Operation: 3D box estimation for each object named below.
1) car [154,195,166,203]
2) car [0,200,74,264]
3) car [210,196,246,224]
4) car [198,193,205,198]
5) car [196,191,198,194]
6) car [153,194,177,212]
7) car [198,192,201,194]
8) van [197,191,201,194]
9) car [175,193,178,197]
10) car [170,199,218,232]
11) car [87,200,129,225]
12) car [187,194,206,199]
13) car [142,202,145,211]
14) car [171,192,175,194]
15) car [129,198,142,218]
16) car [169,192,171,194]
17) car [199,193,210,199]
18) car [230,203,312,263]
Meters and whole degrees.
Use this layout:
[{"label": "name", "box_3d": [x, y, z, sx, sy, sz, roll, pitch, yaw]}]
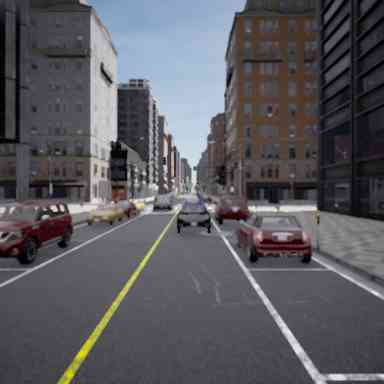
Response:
[{"label": "car", "box_3d": [-5.848, 1.227, 61.307, 1.887, 1.381, 4.507, 1, 0, 0]}, {"label": "car", "box_3d": [-5.847, 1.253, 11.788, 2.192, 1.841, 5.009, 1, 0, 0]}, {"label": "car", "box_3d": [2.679, 1.194, 23.028, 2.192, 1.841, 5.009, 1, 0, 0]}, {"label": "car", "box_3d": [2.678, 1.096, 95.337, 1.802, 1.307, 4.206, 1, 0, 0]}, {"label": "car", "box_3d": [2.681, 0.884, 83.989, 2.192, 1.841, 5.009, 1, 0, 0]}, {"label": "car", "box_3d": [-3.029, 1.291, 35.889, 1.882, 1.535, 5.008, 0, 0, 0]}, {"label": "car", "box_3d": [2.678, 1.207, 72.644, 1.802, 1.307, 4.206, 1, 0, 0]}, {"label": "van", "box_3d": [2.680, 0.937, 78.316, 1.690, 1.788, 3.998, 1, 0, 0]}, {"label": "car", "box_3d": [-5.846, 0.954, 95.343, 1.967, 1.590, 4.097, 1, 0, 0]}, {"label": "car", "box_3d": [0.101, 1.391, 19.226, 2.128, 1.511, 4.902, 0, 0, 0]}, {"label": "car", "box_3d": [-5.849, 1.405, 22.868, 1.752, 1.417, 4.829, 1, 0, 0]}, {"label": "car", "box_3d": [0.101, 1.306, 32.950, 1.882, 1.535, 5.008, 0, 0, 0]}, {"label": "car", "box_3d": [-5.849, 1.347, 34.117, 1.752, 1.417, 4.829, 1, 0, 0]}, {"label": "car", "box_3d": [-5.847, 1.150, 83.998, 1.802, 1.307, 4.206, 1, 0, 0]}, {"label": "car", "box_3d": [-5.849, 1.395, 28.663, 1.887, 1.381, 4.507, 1, 0, 0]}, {"label": "car", "box_3d": [-5.848, 1.198, 66.979, 1.887, 1.381, 4.507, 1, 0, 0]}, {"label": "car", "box_3d": [2.678, 1.264, 61.297, 1.802, 1.307, 4.206, 1, 0, 0]}, {"label": "car", "box_3d": [2.677, 1.378, 11.780, 1.967, 1.590, 4.097, 1, 0, 0]}]
